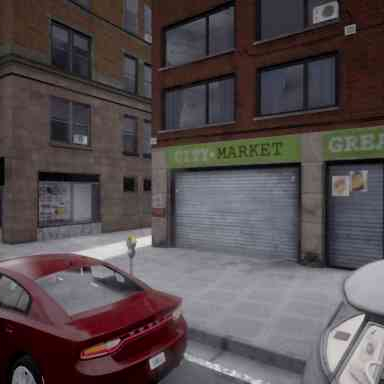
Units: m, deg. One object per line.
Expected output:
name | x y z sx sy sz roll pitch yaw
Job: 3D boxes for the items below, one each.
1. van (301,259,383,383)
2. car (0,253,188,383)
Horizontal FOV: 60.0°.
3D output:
van | 2.450 1.341 1.329 3.998 1.788 1.690 0 0 35
car | -2.160 1.544 4.615 4.507 1.381 1.887 0 0 35
